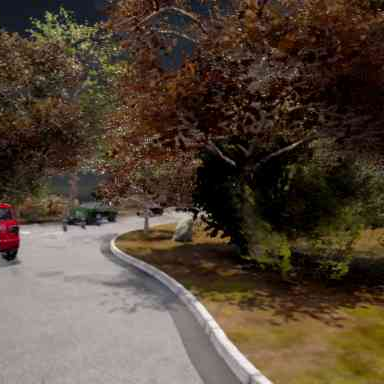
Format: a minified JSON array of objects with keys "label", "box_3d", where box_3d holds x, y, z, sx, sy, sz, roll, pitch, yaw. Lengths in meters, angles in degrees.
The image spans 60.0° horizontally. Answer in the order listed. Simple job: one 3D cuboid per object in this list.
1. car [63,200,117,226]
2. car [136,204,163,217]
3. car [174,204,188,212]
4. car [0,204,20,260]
[{"label":"car","box_3d":[-8.612,1.748,28.762,2.150,2.045,5.566,0,-1,18]},{"label":"car","box_3d":[-5.068,2.167,40.074,2.128,1.511,4.902,0,-1,17]},{"label":"car","box_3d":[-1.112,2.339,52.804,2.033,1.411,5.357,0,-1,18]},{"label":"car","box_3d":[-8.378,1.450,12.653,2.150,2.045,5.566,3,-3,-43]}]
